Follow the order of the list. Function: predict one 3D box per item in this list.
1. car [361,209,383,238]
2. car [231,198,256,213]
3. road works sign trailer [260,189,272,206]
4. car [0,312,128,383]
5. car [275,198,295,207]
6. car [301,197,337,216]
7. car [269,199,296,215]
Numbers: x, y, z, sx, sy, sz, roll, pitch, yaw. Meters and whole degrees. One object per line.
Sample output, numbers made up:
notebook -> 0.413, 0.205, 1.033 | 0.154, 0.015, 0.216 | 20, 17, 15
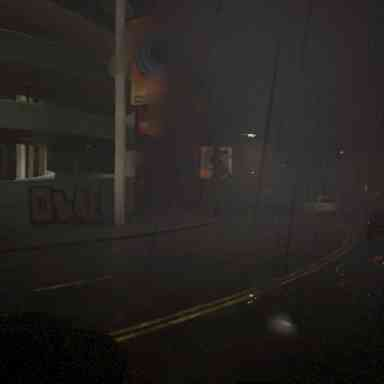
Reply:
car -> 10.686, 1.689, 18.552 | 1.837, 1.490, 4.892 | 1, 0, 25
car -> 6.724, 1.848, 42.509 | 1.837, 1.490, 4.892 | 0, 0, -5
road works sign trailer -> 14.788, 1.028, 67.400 | 2.380, 3.560, 2.880 | 0, 0, -6
car -> -2.809, 1.480, 1.911 | 5.008, 1.535, 1.882 | 0, 0, -35
car -> 18.130, 2.042, 65.075 | 2.231, 1.521, 4.892 | 0, 0, -6
car -> 14.179, 1.561, 37.295 | 2.150, 2.045, 5.566 | 0, 0, -2
car -> 10.497, 1.811, 38.888 | 1.882, 1.535, 5.008 | 0, 0, -3
